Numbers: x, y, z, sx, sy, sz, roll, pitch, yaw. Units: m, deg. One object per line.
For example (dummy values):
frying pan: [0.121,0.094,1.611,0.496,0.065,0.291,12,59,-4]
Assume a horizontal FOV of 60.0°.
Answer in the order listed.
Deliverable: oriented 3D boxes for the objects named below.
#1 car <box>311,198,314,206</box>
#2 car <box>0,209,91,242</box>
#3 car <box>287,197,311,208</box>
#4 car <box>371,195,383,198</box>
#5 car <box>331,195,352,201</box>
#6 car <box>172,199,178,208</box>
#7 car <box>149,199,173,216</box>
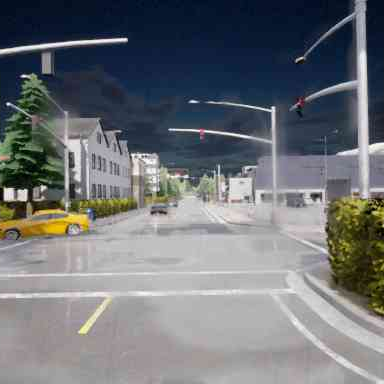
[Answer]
car: [19.075,1.573,56.206,1.970,1.475,3.806,-1,-1,0]
car: [-8.366,1.809,18.943,5.008,1.535,1.882,-3,2,-25]
car: [15.429,1.629,49.148,2.007,1.523,4.514,-1,-1,0]
car: [19.120,1.183,31.280,1.905,1.878,3.866,-1,-1,0]
car: [25.489,1.398,56.545,2.152,1.636,5.027,-1,-1,0]
car: [-3.496,2.022,59.521,2.128,1.511,4.902,-1,-1,0]
car: [-3.596,1.872,37.535,2.033,1.411,5.357,-1,-1,0]
